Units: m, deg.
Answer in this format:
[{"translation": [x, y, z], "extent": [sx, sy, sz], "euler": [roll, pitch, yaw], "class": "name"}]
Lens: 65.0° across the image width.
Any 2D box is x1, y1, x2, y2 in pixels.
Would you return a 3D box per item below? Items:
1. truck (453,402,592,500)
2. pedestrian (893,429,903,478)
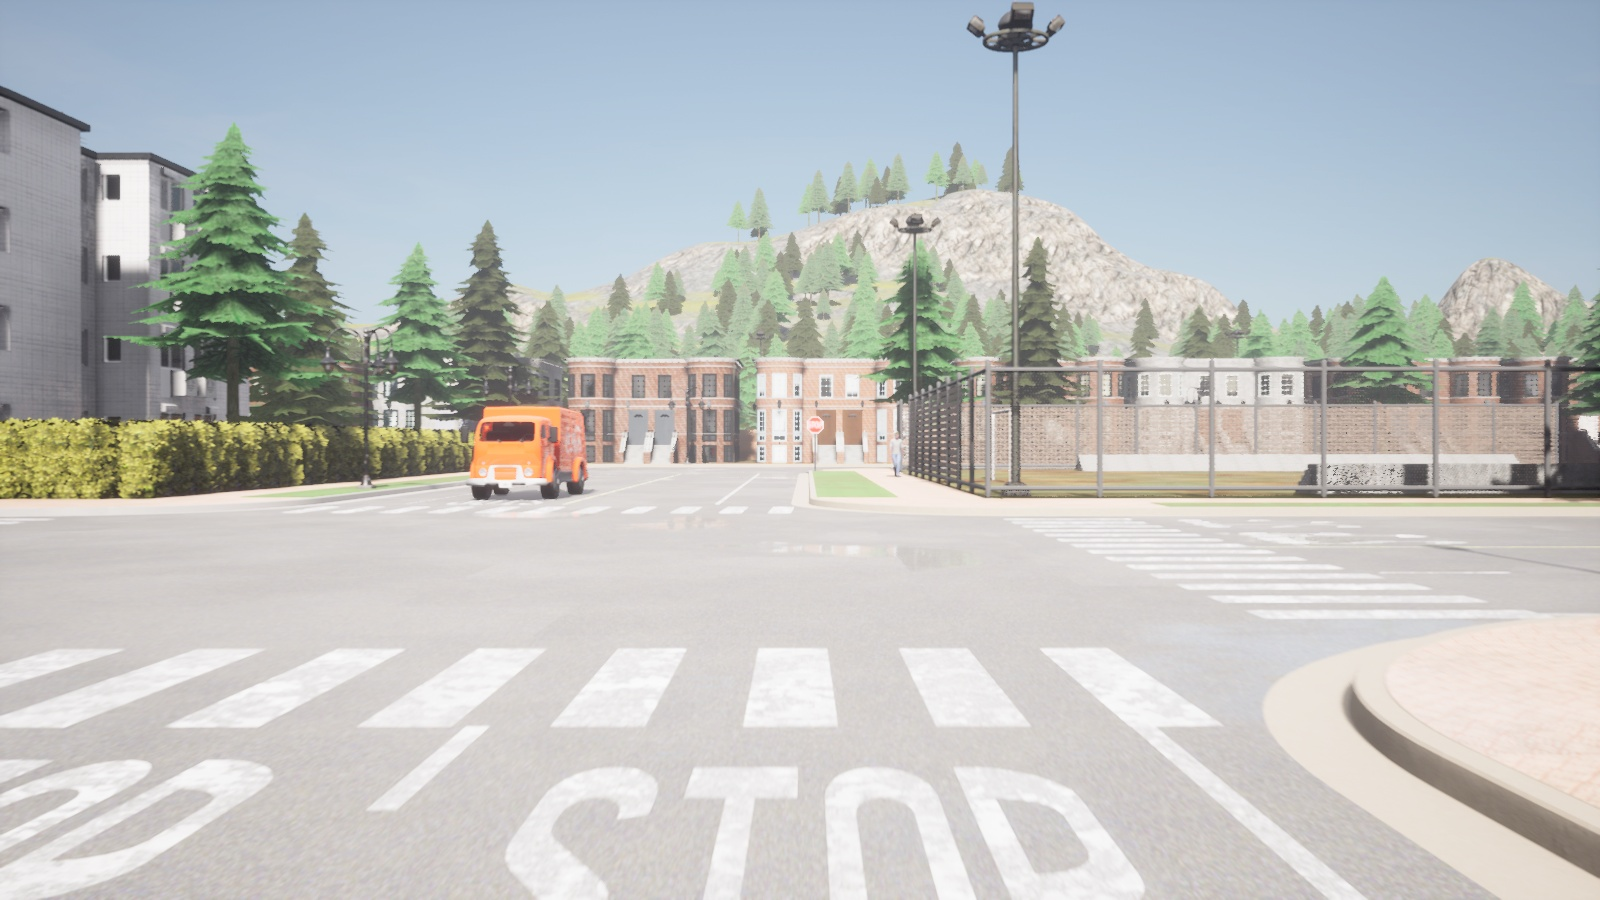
[{"translation": [-7.443, 0.055, 34.339], "extent": [2.627, 2.467, 5.204], "euler": [0, 0, 1], "class": "truck"}, {"translation": [3.749, 0.127, 48.031], "extent": [0.354, 1.836, 0.706], "euler": [0, 0, 0], "class": "pedestrian"}]
